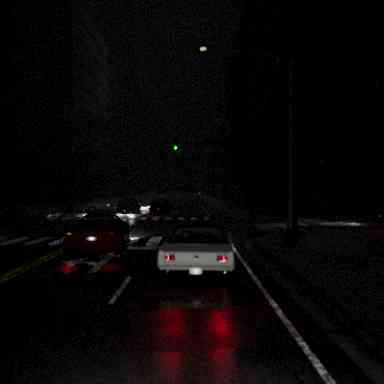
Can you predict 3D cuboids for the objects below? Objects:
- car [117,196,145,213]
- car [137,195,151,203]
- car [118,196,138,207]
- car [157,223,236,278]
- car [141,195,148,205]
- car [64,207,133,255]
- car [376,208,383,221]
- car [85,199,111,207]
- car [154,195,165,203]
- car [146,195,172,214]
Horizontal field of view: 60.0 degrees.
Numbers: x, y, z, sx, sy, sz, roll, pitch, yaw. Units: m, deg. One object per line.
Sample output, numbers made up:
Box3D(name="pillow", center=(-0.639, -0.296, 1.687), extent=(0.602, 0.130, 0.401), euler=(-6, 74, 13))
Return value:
Box3D(name="car", center=(-6.603, 1.458, 35.172), extent=(2.033, 1.411, 5.357), euler=(0, 0, 0))
Box3D(name="car", center=(-9.762, 1.375, 67.509), extent=(2.033, 1.411, 5.357), euler=(0, 0, 0))
Box3D(name="car", center=(-9.825, 1.417, 51.317), extent=(2.033, 1.411, 5.357), euler=(0, 0, 0))
Box3D(name="car", center=(0.244, 1.575, 10.059), extent=(1.895, 1.301, 4.718), euler=(0, 0, 4))
Box3D(name="car", center=(-6.581, 1.363, 50.863), extent=(2.128, 1.511, 4.902), euler=(0, 0, 0))
Box3D(name="car", center=(-3.596, 1.531, 13.171), extent=(1.994, 1.385, 4.181), euler=(0, 0, -6))
Box3D(name="car", center=(14.770, 1.300, 21.891), extent=(4.902, 1.511, 2.128), euler=(0, 0, 0))
Box3D(name="car", center=(-9.850, 1.437, 35.051), extent=(1.812, 1.442, 4.674), euler=(0, 0, 0))
Box3D(name="car", center=(-6.512, 1.353, 67.544), extent=(1.812, 1.442, 4.674), euler=(0, 0, 0))
Box3D(name="car", center=(-3.156, 1.392, 33.730), extent=(1.882, 1.535, 5.008), euler=(0, 0, 0))
